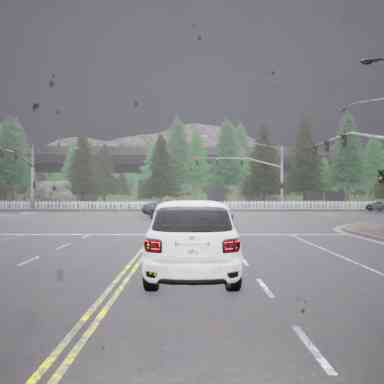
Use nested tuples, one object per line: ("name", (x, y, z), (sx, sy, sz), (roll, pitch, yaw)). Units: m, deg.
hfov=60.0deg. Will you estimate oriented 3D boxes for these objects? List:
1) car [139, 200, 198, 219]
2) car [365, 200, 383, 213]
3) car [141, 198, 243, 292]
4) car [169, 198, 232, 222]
("car", (-1.942, 1.462, 28.823), (4.902, 1.511, 2.128), (0, 0, 0))
("car", (21.210, 1.508, 36.116), (4.181, 1.385, 1.994), (0, 0, 0))
("car", (0.009, 1.221, 9.088), (2.150, 2.045, 5.566), (0, 0, 0))
("car", (0.625, 1.333, 25.335), (4.553, 1.767, 2.097), (0, 0, 0))
